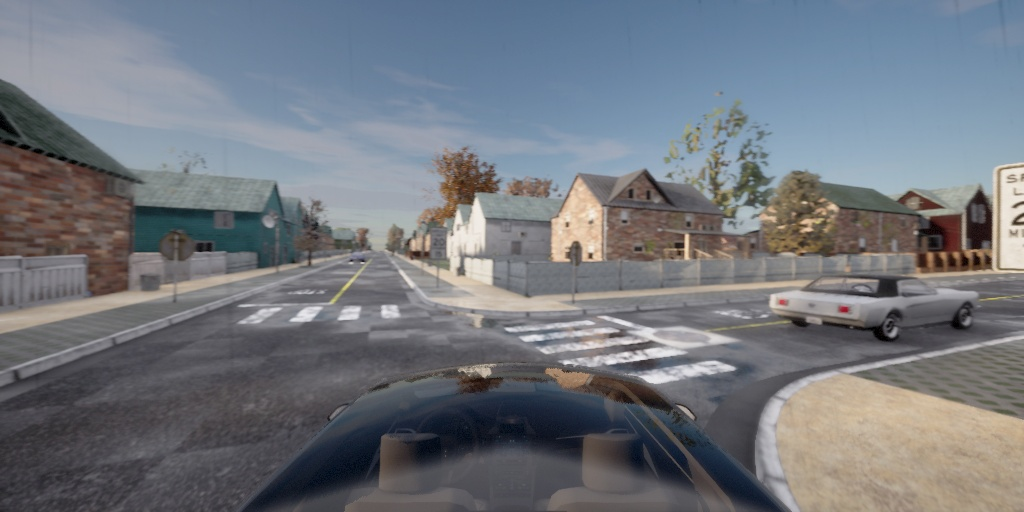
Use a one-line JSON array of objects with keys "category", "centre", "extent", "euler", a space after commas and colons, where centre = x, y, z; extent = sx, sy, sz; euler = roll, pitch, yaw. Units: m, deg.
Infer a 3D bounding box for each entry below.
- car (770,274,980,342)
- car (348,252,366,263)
[{"category": "car", "centre": [8.728, 1.089, 8.600], "extent": [4.718, 1.301, 1.895], "euler": [-1, 0, -19]}, {"category": "car", "centre": [-21.534, 0.152, 50.130], "extent": [1.812, 1.442, 4.674], "euler": [1, 1, -20]}]
